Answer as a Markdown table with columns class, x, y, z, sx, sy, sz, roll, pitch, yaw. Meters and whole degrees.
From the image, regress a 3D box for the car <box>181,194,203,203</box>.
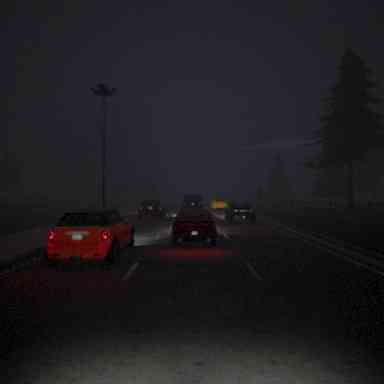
| class | x | y | z | sx | sy | sz | roll | pitch | yaw |
| --- | --- | --- | --- | --- | --- | --- | --- | --- | --- |
| car | 0.019 | 1.265 | 34.733 | 2.150 | 2.045 | 5.566 | 0 | 0 | -1 |

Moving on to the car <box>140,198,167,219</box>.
| class | x | y | z | sx | sy | sz | roll | pitch | yaw |
| --- | --- | --- | --- | --- | --- | --- | --- | --- | --- |
| car | -3.430 | 1.389 | 29.543 | 2.097 | 1.767 | 4.553 | 0 | 0 | 0 |

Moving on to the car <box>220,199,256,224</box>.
| class | x | y | z | sx | sy | sz | roll | pitch | yaw |
| --- | --- | --- | --- | --- | --- | --- | --- | --- | --- |
| car | 3.588 | 1.524 | 25.397 | 2.128 | 1.511 | 4.902 | 0 | 0 | 0 |

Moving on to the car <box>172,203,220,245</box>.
| class | x | y | z | sx | sy | sz | roll | pitch | yaw |
| --- | --- | --- | --- | --- | --- | --- | --- | --- | --- |
| car | 0.096 | 1.497 | 15.800 | 1.882 | 1.535 | 5.008 | 0 | 0 | 0 |

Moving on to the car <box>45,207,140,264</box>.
| class | x | y | z | sx | sy | sz | roll | pitch | yaw |
| --- | --- | --- | --- | --- | --- | --- | --- | --- | --- |
| car | -3.402 | 1.367 | 11.980 | 2.097 | 1.767 | 4.553 | 0 | 0 | 0 |

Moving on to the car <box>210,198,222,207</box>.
| class | x | y | z | sx | sy | sz | roll | pitch | yaw |
| --- | --- | --- | --- | --- | --- | --- | --- | --- | --- |
| car | 3.362 | 1.531 | 42.341 | 1.882 | 1.535 | 5.008 | 0 | -1 | -1 |
